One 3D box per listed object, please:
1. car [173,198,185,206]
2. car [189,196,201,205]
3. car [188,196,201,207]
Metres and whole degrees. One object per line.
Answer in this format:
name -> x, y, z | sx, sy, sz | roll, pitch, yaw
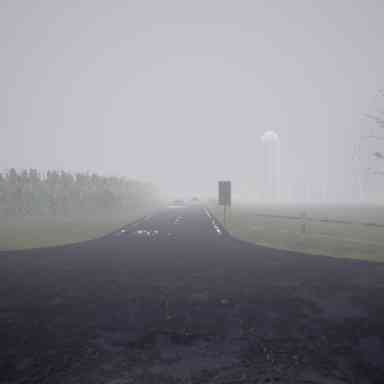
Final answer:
car -> -2.276, 1.665, 57.738 | 1.895, 1.301, 4.718 | 0, 0, 0
car -> 0.519, 1.567, 63.567 | 2.128, 1.511, 4.902 | 0, 0, 0
car -> 0.437, 1.533, 53.148 | 1.882, 1.535, 5.008 | 0, 0, 0
